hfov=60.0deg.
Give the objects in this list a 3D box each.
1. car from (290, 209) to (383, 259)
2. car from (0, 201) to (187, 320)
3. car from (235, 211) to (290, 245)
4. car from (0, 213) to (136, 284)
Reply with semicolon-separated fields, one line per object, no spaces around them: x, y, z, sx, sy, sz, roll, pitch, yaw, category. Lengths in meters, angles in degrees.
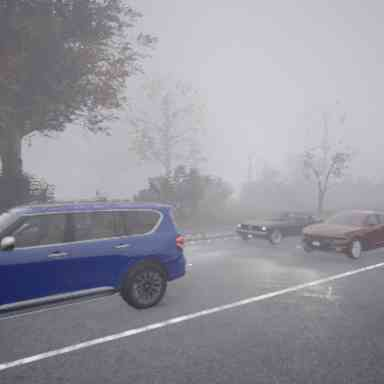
6.201;1.459;12.702;5.008;1.535;1.882;0;0;-37;car
-2.705;1.226;6.297;5.566;2.045;2.150;0;0;-36;car
4.277;1.583;15.634;4.718;1.301;1.895;0;0;-37;car
-4.310;1.481;9.467;5.008;1.535;1.882;0;0;-35;car
